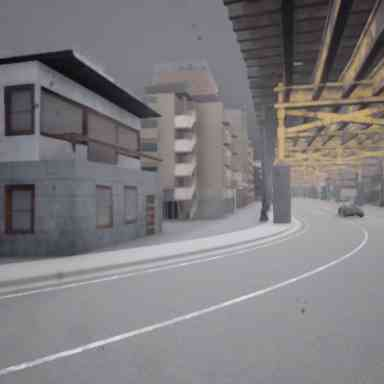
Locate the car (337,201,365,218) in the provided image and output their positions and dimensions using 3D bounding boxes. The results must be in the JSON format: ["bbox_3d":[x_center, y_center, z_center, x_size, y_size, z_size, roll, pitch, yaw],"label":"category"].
[{"bbox_3d":[16.940,2.024,35.713,2.033,1.411,5.357,-1,-1,14],"label":"car"}]

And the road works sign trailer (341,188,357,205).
[{"bbox_3d":[24.710,1.176,52.423,2.380,3.560,2.880,-1,-1,14],"label":"road works sign trailer"}]

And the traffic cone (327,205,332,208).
[{"bbox_3d":[24.917,2.783,59.541,0.340,0.580,0.340,-1,-1,14],"label":"traffic cone"}]
